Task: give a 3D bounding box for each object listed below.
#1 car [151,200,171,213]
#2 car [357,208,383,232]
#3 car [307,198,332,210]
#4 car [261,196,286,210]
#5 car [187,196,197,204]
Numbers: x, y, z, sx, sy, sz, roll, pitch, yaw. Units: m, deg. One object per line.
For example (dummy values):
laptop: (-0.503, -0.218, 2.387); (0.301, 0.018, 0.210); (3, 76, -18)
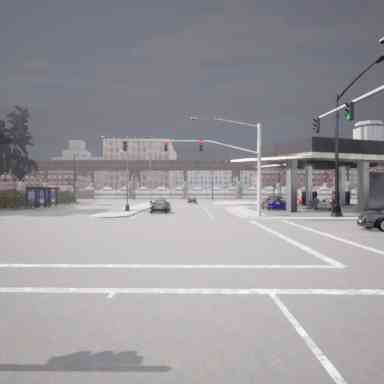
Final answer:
car: (-3.424, 1.564, 36.946); (1.994, 1.385, 4.181); (0, 0, 0)
car: (12.297, 1.505, 19.562); (4.892, 1.490, 1.837); (0, 0, -1)
car: (15.469, 1.456, 40.486); (1.970, 1.475, 3.806); (0, 0, 0)
car: (9.724, 1.295, 39.725); (2.242, 1.667, 4.611); (0, 0, 0)
car: (0.022, 1.547, 64.404); (2.033, 1.411, 5.357); (0, 0, 0)
